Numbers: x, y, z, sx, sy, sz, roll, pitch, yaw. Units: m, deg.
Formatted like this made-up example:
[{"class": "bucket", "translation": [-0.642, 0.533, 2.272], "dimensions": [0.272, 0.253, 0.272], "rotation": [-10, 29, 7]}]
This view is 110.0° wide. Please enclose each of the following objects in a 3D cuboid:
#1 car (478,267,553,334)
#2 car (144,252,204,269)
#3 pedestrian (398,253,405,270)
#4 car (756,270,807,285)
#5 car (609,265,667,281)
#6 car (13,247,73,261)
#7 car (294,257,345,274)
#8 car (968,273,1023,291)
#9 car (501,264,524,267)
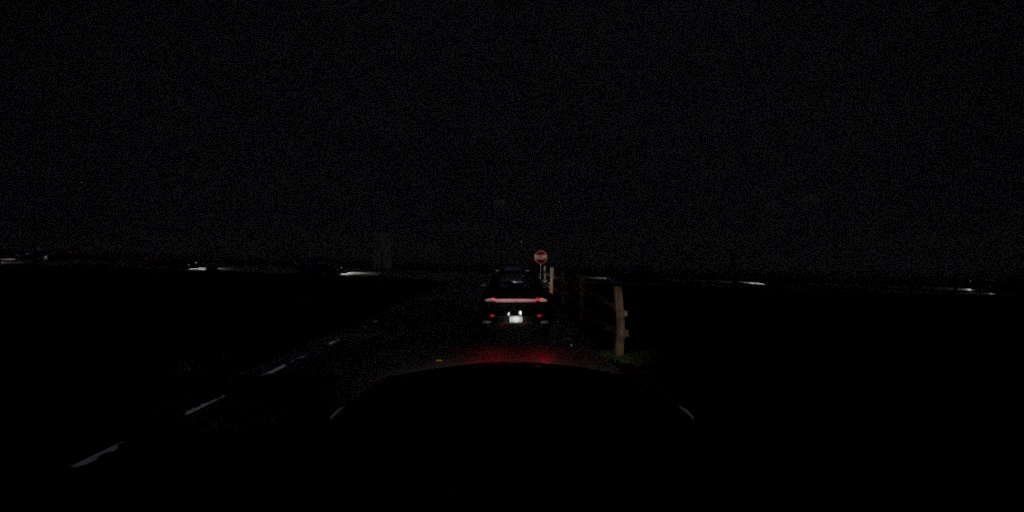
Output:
[{"class": "car", "translation": [0.080, 1.236, 10.658], "dimensions": [2.128, 1.511, 4.902], "rotation": [0, 0, 0]}, {"class": "car", "translation": [-31.275, 0.383, 33.244], "dimensions": [4.181, 1.385, 1.994], "rotation": [2, 3, 0]}, {"class": "pedestrian", "translation": [-12.110, 0.534, 39.151], "dimensions": [0.375, 1.860, 0.375], "rotation": [0, 1, 0]}, {"class": "car", "translation": [27.039, 2.126, 36.034], "dimensions": [4.181, 1.385, 1.994], "rotation": [2, 3, 0]}, {"class": "car", "translation": [12.657, 1.662, 36.074], "dimensions": [5.357, 1.411, 2.033], "rotation": [2, 3, 0]}, {"class": "car", "translation": [-47.251, -0.260, 36.171], "dimensions": [4.181, 1.385, 1.994], "rotation": [2, 3, 0]}, {"class": "car", "translation": [-17.769, 0.832, 33.208], "dimensions": [4.181, 1.385, 1.994], "rotation": [2, 3, 0]}, {"class": "car", "translation": [48.903, 2.542, 35.870], "dimensions": [4.553, 1.767, 2.097], "rotation": [1, 3, 0]}, {"class": "car", "translation": [0.031, 1.231, 21.875], "dimensions": [2.128, 1.511, 4.902], "rotation": [0, 0, 0]}]
